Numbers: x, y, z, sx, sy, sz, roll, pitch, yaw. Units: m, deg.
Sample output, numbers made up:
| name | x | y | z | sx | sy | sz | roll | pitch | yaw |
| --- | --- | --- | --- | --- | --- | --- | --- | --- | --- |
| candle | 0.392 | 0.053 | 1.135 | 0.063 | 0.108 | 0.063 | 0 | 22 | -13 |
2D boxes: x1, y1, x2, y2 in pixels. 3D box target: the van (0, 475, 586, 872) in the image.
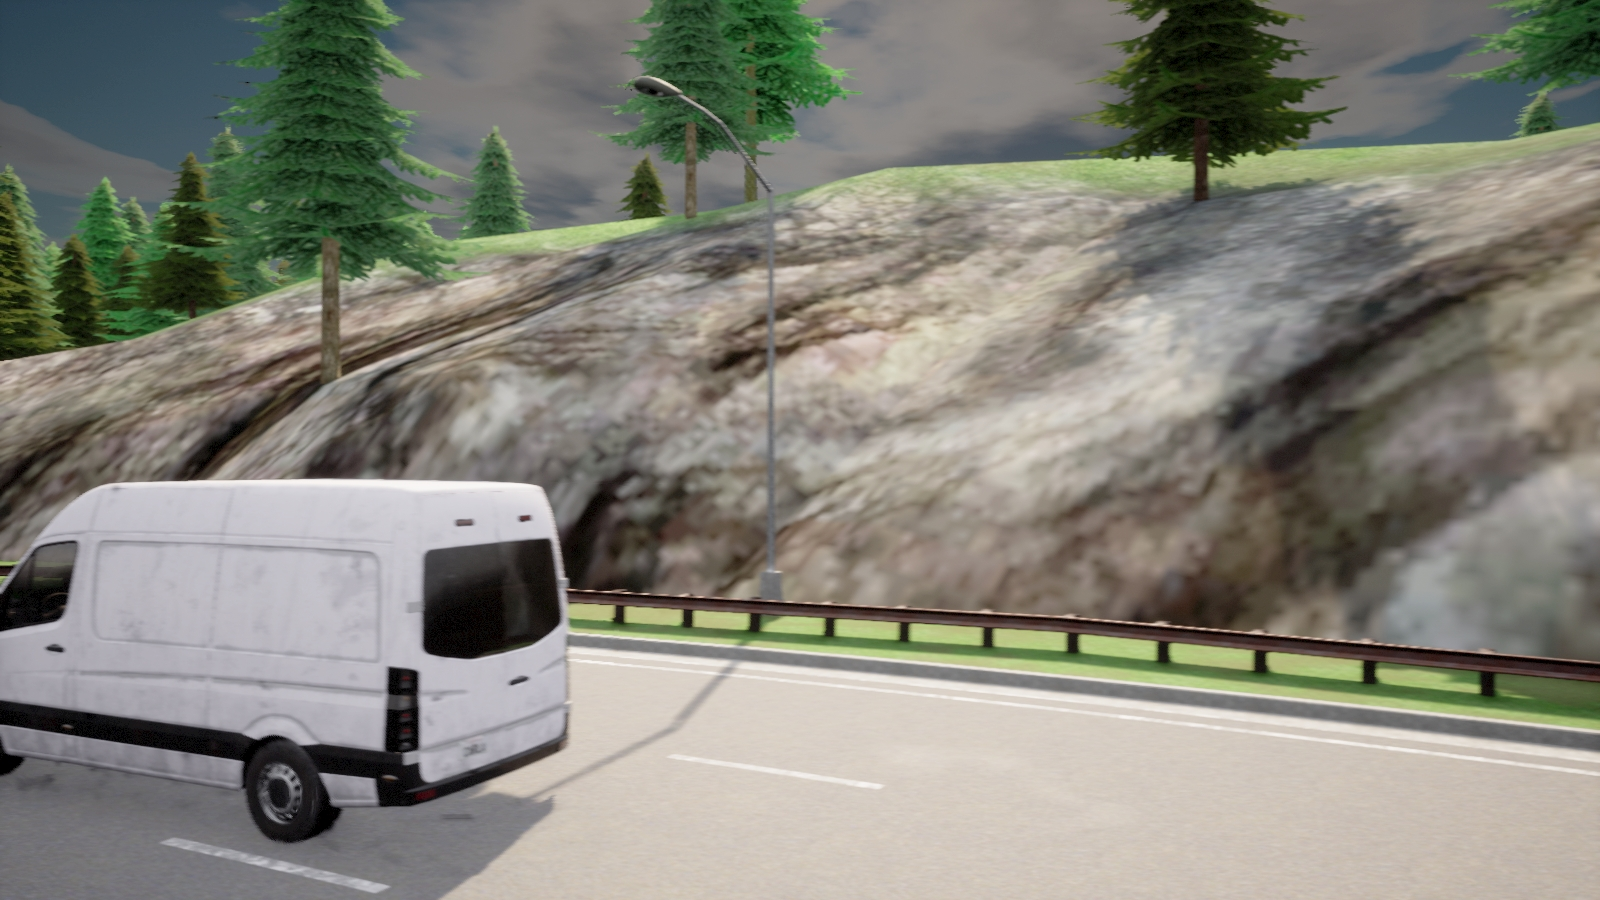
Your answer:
| name | x | y | z | sx | sy | sz | roll | pitch | yaw |
| --- | --- | --- | --- | --- | --- | --- | --- | --- | --- |
| van | -4.870 | 1.531 | 9.733 | 5.915 | 2.561 | 1.988 | 0 | -1 | 25 |
